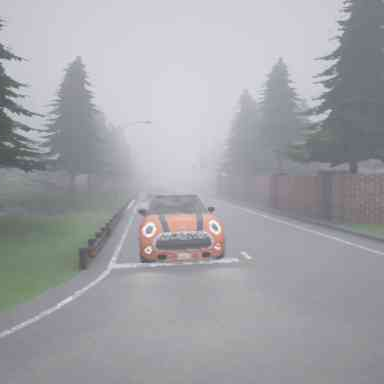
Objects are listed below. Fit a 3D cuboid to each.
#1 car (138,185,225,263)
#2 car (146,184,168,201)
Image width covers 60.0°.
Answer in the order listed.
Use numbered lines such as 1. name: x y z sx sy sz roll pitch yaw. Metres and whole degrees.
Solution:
1. car: -0.471 0.799 9.796 2.097 1.767 4.553 -2 2 -7
2. car: -3.766 -0.007 35.328 2.128 1.511 4.902 -2 2 -7
